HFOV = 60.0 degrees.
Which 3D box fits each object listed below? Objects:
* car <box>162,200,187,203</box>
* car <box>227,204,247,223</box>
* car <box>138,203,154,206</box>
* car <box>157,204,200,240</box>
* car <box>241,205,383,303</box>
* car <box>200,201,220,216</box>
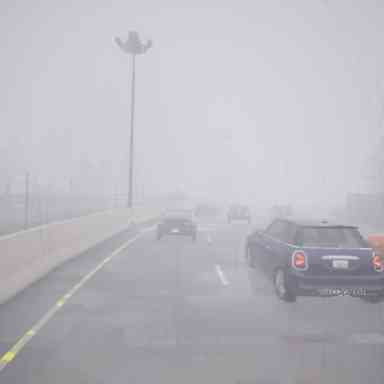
[{"bbox_3d":[-2.367,0.993,45.806,2.150,2.045,5.566,2,0,19],"label":"car"},{"bbox_3d":[3.834,1.663,26.724,2.033,1.411,5.357,1,0,9],"label":"car"},{"bbox_3d":[-6.178,1.386,45.389,1.812,1.442,4.674,1,0,18],"label":"car"},{"bbox_3d":[-0.653,1.517,16.838,1.812,1.442,4.674,1,0,2],"label":"car"},{"bbox_3d":[2.819,1.431,8.643,2.097,1.767,4.553,2,0,-3],"label":"car"},{"bbox_3d":[1.620,1.586,33.467,1.812,1.442,4.674,1,0,12],"label":"car"}]
